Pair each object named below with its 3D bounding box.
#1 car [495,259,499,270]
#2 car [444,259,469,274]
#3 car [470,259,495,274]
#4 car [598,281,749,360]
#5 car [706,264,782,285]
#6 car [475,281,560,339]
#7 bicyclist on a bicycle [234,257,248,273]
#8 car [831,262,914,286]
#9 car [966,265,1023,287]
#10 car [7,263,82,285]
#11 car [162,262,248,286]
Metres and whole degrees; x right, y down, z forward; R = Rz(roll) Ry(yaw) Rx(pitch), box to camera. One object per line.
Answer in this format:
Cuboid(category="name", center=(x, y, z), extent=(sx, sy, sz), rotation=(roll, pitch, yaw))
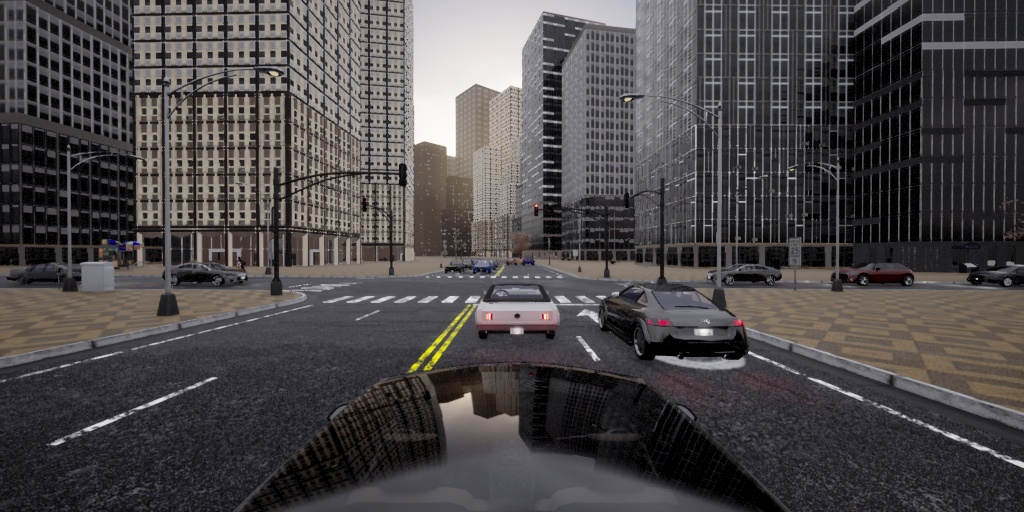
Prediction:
Cuboid(category="car", center=(-3.243, 1.230, 50.001), extent=(1.812, 1.442, 4.674), rotation=(0, 0, 0))
Cuboid(category="car", center=(-6.515, 1.321, 41.333), extent=(1.895, 1.301, 4.718), rotation=(0, 0, 0))
Cuboid(category="car", center=(-3.264, 1.199, 40.658), extent=(1.882, 1.535, 5.008), rotation=(0, 0, 0))
Cuboid(category="car", center=(3.369, 1.312, 8.325), extent=(1.994, 1.385, 4.181), rotation=(0, 0, 0))
Cuboid(category="car", center=(16.869, 1.302, 26.164), extent=(4.902, 1.511, 2.128), rotation=(0, 0, 1))
Cuboid(category="car", center=(0.117, 1.348, 10.044), extent=(1.895, 1.301, 4.718), rotation=(0, 0, 0))
Cuboid(category="bicyclist on a bicycle", center=(-24.640, 0.872, 32.541), extent=(0.582, 1.620, 1.656), rotation=(0, 1, 2))
Cuboid(category="car", center=(25.951, 1.204, 25.950), extent=(4.553, 1.767, 2.097), rotation=(0, 0, 1))
Cuboid(category="car", center=(35.852, 1.401, 25.716), extent=(4.892, 1.490, 1.837), rotation=(0, 0, 1))
Cuboid(category="car", center=(-30.094, 1.165, 23.954), extent=(5.357, 1.411, 2.033), rotation=(0, 0, 1))
Cuboid(category="car", center=(-20.173, 1.156, 23.686), extent=(4.902, 1.511, 2.128), rotation=(0, 0, 2))
